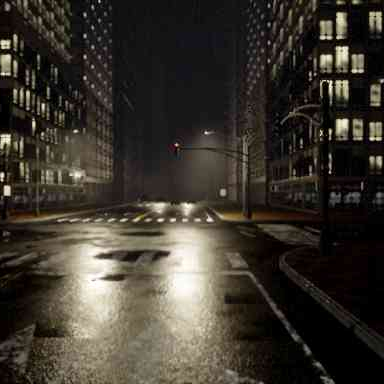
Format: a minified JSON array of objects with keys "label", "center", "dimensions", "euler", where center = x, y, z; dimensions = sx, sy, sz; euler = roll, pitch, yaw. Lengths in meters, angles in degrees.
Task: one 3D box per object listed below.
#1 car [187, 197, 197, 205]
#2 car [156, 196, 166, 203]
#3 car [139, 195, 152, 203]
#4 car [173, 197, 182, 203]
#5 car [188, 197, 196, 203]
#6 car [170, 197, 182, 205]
[{"label":"car","center":[-0.002,1.865,65.909],"dimensions":[2.033,1.411,5.357],"euler":[0,0,0]},{"label":"car","center":[-6.503,1.514,70.078],"dimensions":[1.994,1.385,4.181],"euler":[0,0,0]},{"label":"car","center":[-9.752,1.317,70.109],"dimensions":[2.097,1.767,4.553],"euler":[0,0,0]},{"label":"car","center":[-3.253,1.773,75.911],"dimensions":[1.994,1.385,4.181],"euler":[0,0,0]},{"label":"car","center":[-0.002,1.835,76.357],"dimensions":[1.895,1.301,4.718],"euler":[0,0,0]},{"label":"car","center":[-3.252,1.863,65.492],"dimensions":[2.033,1.411,5.357],"euler":[0,0,0]}]
